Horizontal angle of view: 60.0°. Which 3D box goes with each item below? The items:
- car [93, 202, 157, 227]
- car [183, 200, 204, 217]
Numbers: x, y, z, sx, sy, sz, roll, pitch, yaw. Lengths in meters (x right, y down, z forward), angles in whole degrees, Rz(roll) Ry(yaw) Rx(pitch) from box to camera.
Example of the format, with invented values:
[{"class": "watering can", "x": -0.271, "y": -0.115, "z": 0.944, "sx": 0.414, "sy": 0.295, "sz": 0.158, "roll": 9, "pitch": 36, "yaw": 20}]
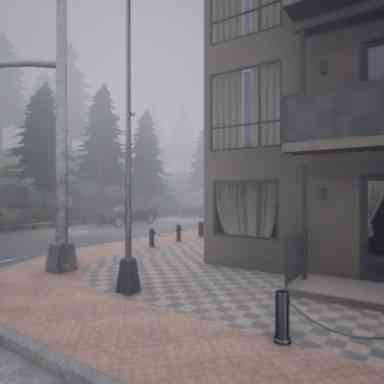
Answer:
[{"class": "car", "x": -4.509, "y": 1.491, "z": 23.143, "sx": 1.882, "sy": 1.535, "sz": 5.008, "roll": 0, "pitch": 0, "yaw": 35}, {"class": "car", "x": 1.156, "y": 1.491, "z": 31.299, "sx": 1.882, "sy": 1.535, "sz": 5.008, "roll": 0, "pitch": 0, "yaw": 35}]
